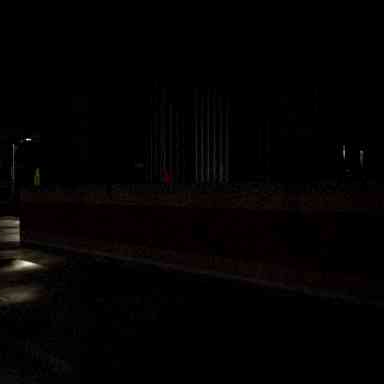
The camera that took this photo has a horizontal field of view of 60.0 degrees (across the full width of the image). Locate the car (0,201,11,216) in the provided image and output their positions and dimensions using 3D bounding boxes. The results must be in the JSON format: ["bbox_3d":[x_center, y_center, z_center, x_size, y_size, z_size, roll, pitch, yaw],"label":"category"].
[{"bbox_3d":[-16.375,1.547,29.061,2.128,1.511,4.902,0,0,37],"label":"car"}]

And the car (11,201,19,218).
[{"bbox_3d":[-12.217,1.603,28.783,2.033,1.411,5.357,0,0,37],"label":"car"}]
